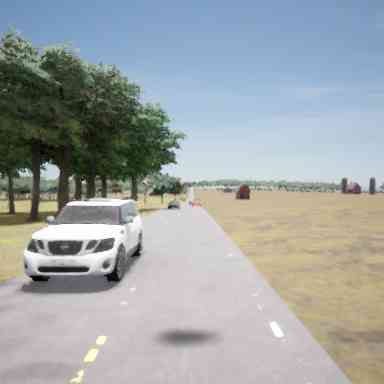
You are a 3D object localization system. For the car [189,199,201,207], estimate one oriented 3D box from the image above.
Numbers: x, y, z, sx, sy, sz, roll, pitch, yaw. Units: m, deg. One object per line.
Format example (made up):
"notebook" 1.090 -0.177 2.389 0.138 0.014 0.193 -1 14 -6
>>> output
"car" 0.958 2.269 71.713 2.097 1.767 4.553 0 -1 0

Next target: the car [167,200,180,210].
"car" -2.808 2.029 52.409 2.033 1.411 5.357 0 -1 1

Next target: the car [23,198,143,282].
"car" -2.852 1.234 10.106 2.150 2.045 5.566 0 0 0
